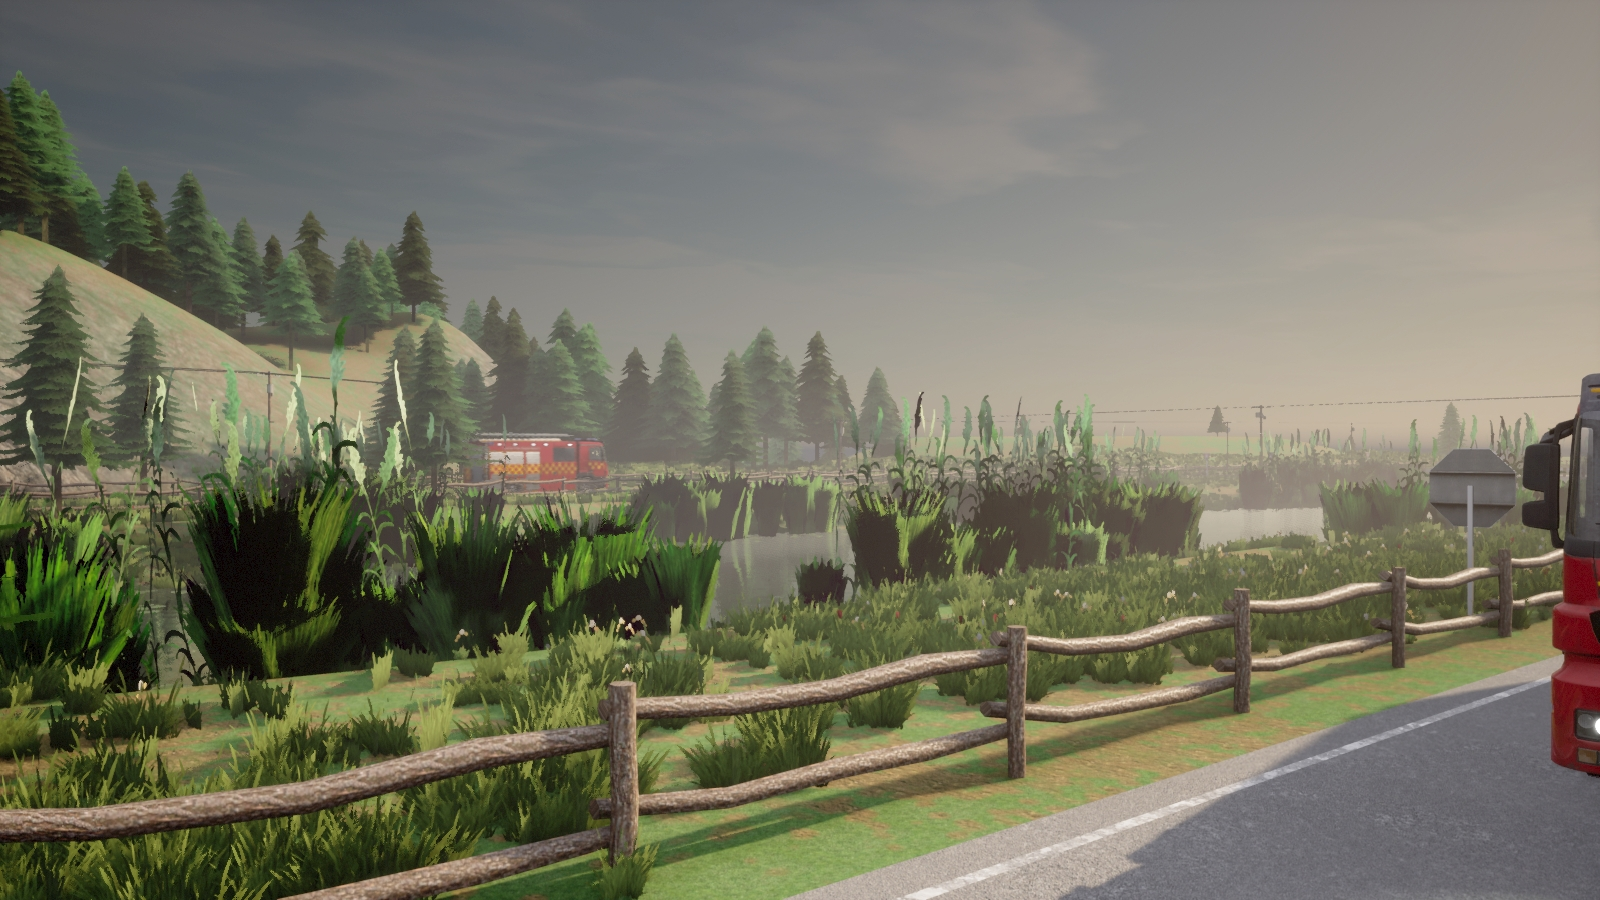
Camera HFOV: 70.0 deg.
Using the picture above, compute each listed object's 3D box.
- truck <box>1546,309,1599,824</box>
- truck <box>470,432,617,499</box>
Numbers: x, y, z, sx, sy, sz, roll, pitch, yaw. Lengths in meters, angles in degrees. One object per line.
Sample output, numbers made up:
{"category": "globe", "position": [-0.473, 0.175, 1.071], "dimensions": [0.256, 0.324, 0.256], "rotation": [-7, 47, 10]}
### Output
{"category": "truck", "position": [9.563, 0.862, 10.966], "dimensions": [2.891, 3.827, 8.468], "rotation": [0, 0, 41]}
{"category": "truck", "position": [-15.367, 0.890, 69.030], "dimensions": [2.891, 3.827, 8.468], "rotation": [0, 0, 45]}
